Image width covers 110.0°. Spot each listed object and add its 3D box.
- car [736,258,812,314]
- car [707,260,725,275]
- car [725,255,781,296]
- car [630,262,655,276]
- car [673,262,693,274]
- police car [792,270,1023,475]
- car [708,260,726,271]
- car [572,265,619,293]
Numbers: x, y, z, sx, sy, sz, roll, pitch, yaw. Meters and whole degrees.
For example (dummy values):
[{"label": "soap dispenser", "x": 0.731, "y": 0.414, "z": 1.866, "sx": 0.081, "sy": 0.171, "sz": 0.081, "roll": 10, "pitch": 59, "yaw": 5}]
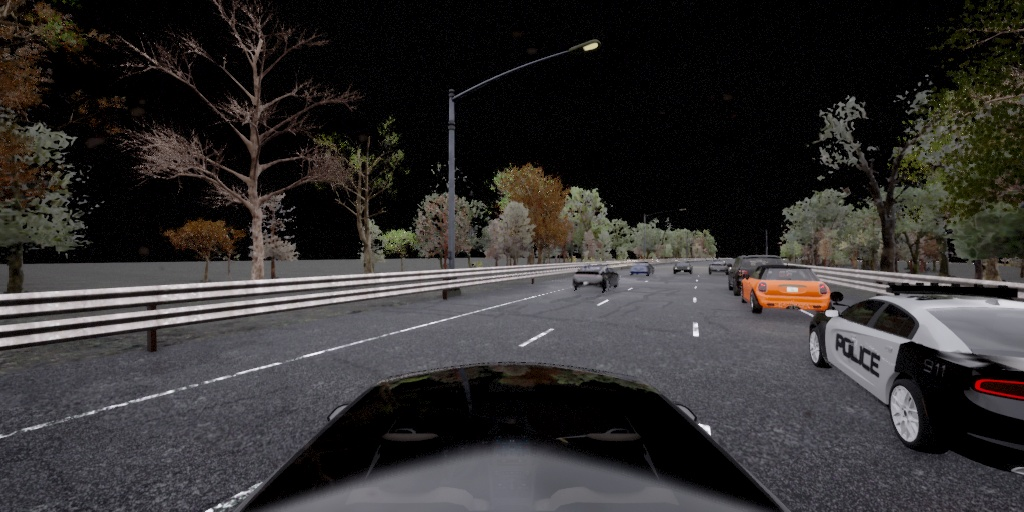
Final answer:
[{"label": "car", "x": 9.987, "y": 1.102, "z": 13.431, "sx": 2.097, "sy": 1.767, "sz": 4.553, "roll": 0, "pitch": 0, "yaw": 27}, {"label": "car", "x": 22.610, "y": 1.261, "z": 39.273, "sx": 2.128, "sy": 1.511, "sz": 4.902, "roll": 0, "pitch": 0, "yaw": 30}, {"label": "car", "x": 12.723, "y": 0.978, "z": 18.754, "sx": 2.150, "sy": 2.045, "sz": 5.566, "roll": 0, "pitch": 0, "yaw": 27}, {"label": "car", "x": 13.616, "y": 1.310, "z": 37.304, "sx": 2.033, "sy": 1.411, "sz": 5.357, "roll": 0, "pitch": 0, "yaw": 29}, {"label": "car", "x": 19.485, "y": 1.369, "z": 40.713, "sx": 1.895, "sy": 1.301, "sz": 4.718, "roll": 0, "pitch": 0, "yaw": 29}, {"label": "police car", "x": 5.627, "y": 1.175, "z": 4.727, "sx": 1.930, "sy": 1.638, "sz": 5.238, "roll": 0, "pitch": 0, "yaw": 26}, {"label": "car", "x": 29.119, "y": 1.333, "z": 50.884, "sx": 2.033, "sy": 1.411, "sz": 5.357, "roll": 0, "pitch": 0, "yaw": 30}, {"label": "car", "x": 5.024, "y": 1.244, "z": 21.130, "sx": 2.128, "sy": 1.511, "sz": 4.902, "roll": 0, "pitch": 0, "yaw": 27}]
